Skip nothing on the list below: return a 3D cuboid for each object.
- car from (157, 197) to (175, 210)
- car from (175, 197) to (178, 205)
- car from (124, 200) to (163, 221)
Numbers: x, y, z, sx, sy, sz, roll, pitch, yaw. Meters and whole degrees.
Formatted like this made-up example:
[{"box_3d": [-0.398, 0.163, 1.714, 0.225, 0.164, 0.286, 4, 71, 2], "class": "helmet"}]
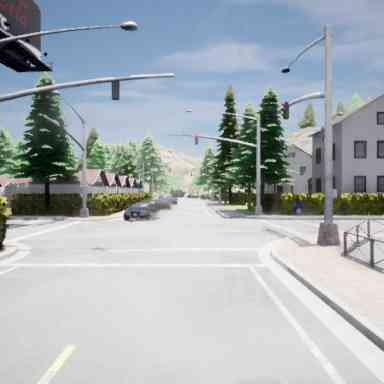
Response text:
[{"box_3d": [-3.611, 1.468, 42.040, 1.882, 1.535, 5.008, 0, 0, 0], "class": "car"}, {"box_3d": [-3.523, 1.536, 59.434, 2.033, 1.411, 5.357, 0, 0, 0], "class": "car"}, {"box_3d": [-3.885, 1.526, 26.185, 1.994, 1.385, 4.181, -1, -1, 7], "class": "car"}]
